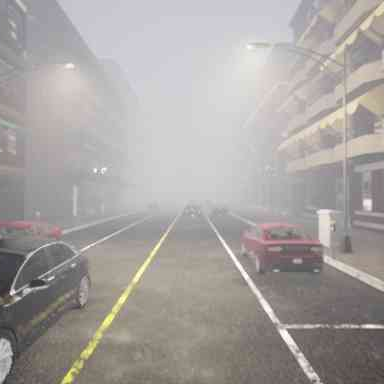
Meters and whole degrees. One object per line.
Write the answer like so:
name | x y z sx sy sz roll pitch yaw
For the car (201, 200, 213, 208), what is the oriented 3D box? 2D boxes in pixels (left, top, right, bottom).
car | 2.687 2.157 61.429 1.947 1.339 4.313 0 -1 0

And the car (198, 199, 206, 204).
car | 2.686 2.441 89.609 1.802 1.307 4.206 0 -1 0

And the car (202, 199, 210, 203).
car | 2.688 2.064 55.963 1.752 1.417 4.829 0 -1 0

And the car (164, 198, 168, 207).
car | -5.694 2.088 55.797 2.008 1.369 4.403 0 -1 0

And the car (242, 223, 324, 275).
car | 2.690 1.650 10.706 1.887 1.381 4.507 0 -1 0

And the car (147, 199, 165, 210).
car | -5.693 2.034 50.160 2.008 1.369 4.403 0 -1 0

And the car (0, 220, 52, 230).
car | -5.690 1.650 10.710 1.887 1.381 4.507 0 -1 0

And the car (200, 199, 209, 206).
car | 2.686 2.280 72.701 1.802 1.307 4.206 0 -1 0

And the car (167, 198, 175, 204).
car | -5.695 2.383 89.443 1.752 1.417 4.829 0 -1 0

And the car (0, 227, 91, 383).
car | -3.055 1.559 5.225 1.837 1.490 4.892 0 -1 0

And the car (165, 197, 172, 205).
car | -5.694 2.189 67.069 1.887 1.381 4.507 0 -1 0

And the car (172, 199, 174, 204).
car | -5.694 2.067 78.344 2.192 1.841 5.009 0 -1 0

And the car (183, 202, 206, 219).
car | 0.091 1.919 32.833 1.895 1.301 4.718 0 -1 0

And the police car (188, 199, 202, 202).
police car | 0.005 1.984 49.972 2.038 1.542 4.974 0 -1 0

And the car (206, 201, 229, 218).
car | 2.689 1.873 33.249 2.008 1.369 4.403 0 -1 0
